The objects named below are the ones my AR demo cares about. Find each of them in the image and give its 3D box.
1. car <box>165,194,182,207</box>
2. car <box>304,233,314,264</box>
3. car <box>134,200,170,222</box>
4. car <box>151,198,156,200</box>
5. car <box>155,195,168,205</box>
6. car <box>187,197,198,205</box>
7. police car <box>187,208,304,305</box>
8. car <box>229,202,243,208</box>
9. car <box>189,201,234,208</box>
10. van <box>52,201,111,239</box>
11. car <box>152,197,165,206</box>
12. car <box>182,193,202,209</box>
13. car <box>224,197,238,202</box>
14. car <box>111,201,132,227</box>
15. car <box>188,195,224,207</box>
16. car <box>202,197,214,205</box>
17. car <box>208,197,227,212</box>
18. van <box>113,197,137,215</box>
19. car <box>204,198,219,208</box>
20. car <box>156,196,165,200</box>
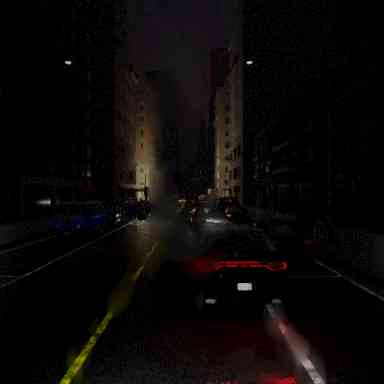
[{"bbox_3d":[-2.936,1.513,52.684,1.837,1.490,4.892,0,0,0],"label":"car"},{"bbox_3d":[2.869,1.581,11.521,1.802,1.307,4.206,0,0,0],"label":"car"},{"bbox_3d":[-3.068,1.564,26.552,1.994,1.385,4.181,0,0,0],"label":"car"},{"bbox_3d":[-5.622,1.585,39.038,1.802,1.307,4.206,0,0,0],"label":"car"},{"bbox_3d":[-5.596,1.452,61.044,1.967,1.590,4.097,0,0,0],"label":"car"},{"bbox_3d":[0.072,1.575,59.069,1.994,1.385,4.181,0,0,0],"label":"car"},{"bbox_3d":[0.909,1.425,8.309,1.930,1.638,5.238,0,0,0],"label":"police car"},{"bbox_3d":[2.883,1.582,22.523,1.802,1.307,4.206,0,0,0],"label":"car"},{"bbox_3d":[0.921,1.477,18.199,1.882,1.535,5.008,0,0,0],"label":"car"},{"bbox_3d":[-5.650,1.340,17.034,1.690,1.788,3.998,0,0,0],"label":"van"},{"bbox_3d":[-5.602,1.591,55.542,1.802,1.307,4.206,0,0,0],"label":"car"},{"bbox_3d":[0.082,1.357,46.286,2.097,1.767,4.553,0,0,1],"label":"car"},{"bbox_3d":[2.889,1.315,28.025,2.192,1.841,5.009,0,0,0],"label":"car"},{"bbox_3d":[-5.643,1.550,22.534,2.008,1.369,4.403,0,0,0],"label":"car"},{"bbox_3d":[0.929,1.351,24.169,2.097,1.767,4.553,0,0,0],"label":"car"},{"bbox_3d":[2.930,1.577,61.033,1.947,1.339,4.313,0,0,0],"label":"car"},{"bbox_3d":[2.903,1.443,39.028,1.967,1.590,4.097,0,0,0],"label":"car"},{"bbox_3d":[-5.636,1.341,28.035,1.690,1.788,3.998,0,0,0],"label":"van"},{"bbox_3d":[2.916,1.557,50.030,2.008,1.369,4.403,0,0,0],"label":"car"},{"bbox_3d":[-5.609,1.572,50.041,1.947,1.339,4.313,0,0,0],"label":"car"}]
